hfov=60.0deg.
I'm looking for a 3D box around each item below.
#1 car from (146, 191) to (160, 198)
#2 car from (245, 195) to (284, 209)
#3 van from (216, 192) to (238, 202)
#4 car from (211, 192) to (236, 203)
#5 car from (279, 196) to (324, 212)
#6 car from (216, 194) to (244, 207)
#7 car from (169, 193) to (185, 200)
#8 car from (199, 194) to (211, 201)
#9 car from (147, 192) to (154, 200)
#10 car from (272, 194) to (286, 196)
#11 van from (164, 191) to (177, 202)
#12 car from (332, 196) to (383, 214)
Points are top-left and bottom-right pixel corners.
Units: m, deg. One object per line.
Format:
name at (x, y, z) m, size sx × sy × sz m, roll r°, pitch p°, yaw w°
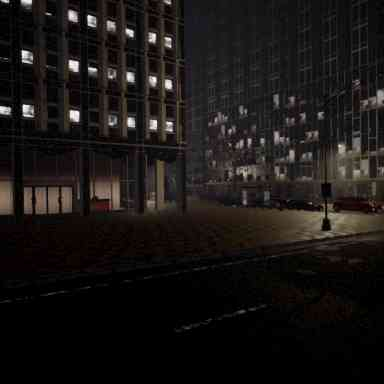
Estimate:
car at (-9.789, 0.686, 83.208) m, size 1.967 × 1.590 × 4.097 m, roll 0°, pitch 1°, yaw -34°
car at (8.936, 1.388, 40.919) m, size 1.802 × 1.307 × 4.206 m, roll 0°, pitch 1°, yaw -34°
van at (6.291, 0.855, 59.776) m, size 1.690 × 1.788 × 3.998 m, roll 0°, pitch 1°, yaw -34°
car at (5.450, 1.176, 50.776) m, size 1.837 × 1.490 × 4.892 m, roll -1°, pitch 1°, yaw -34°
car at (12.138, 1.424, 36.220) m, size 1.947 × 1.339 × 4.313 m, roll 0°, pitch 1°, yaw -34°
car at (5.769, 1.319, 45.637) m, size 1.947 × 1.339 × 4.313 m, roll 0°, pitch 1°, yaw -34°
car at (-3.357, 0.936, 73.838) m, size 1.802 × 1.307 × 4.206 m, roll 0°, pitch 1°, yaw -34°
car at (3.076, 1.043, 64.465) m, size 1.802 × 1.307 × 4.206 m, roll 0°, pitch 1°, yaw -34°
car at (-10.267, 1.039, 69.097) m, size 2.008 × 1.369 × 4.403 m, roll 0°, pitch 1°, yaw -34°
car at (11.304, 1.117, 42.225) m, size 2.097 × 1.767 × 4.553 m, roll -1°, pitch 1°, yaw -34°
van at (-3.834, 0.937, 59.722) m, size 1.690 × 1.788 × 3.998 m, roll 0°, pitch 1°, yaw -34°
car at (16.897, 1.207, 34.073) m, size 2.097 × 1.767 × 4.553 m, roll -1°, pitch 1°, yaw -35°
